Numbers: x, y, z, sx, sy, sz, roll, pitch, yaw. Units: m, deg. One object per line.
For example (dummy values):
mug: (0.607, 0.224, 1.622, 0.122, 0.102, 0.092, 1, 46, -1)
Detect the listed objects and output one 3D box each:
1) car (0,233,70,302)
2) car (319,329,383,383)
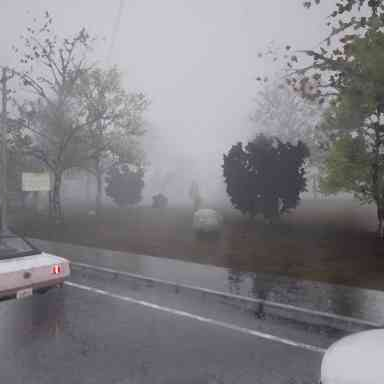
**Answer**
car: (-4.933, 1.601, 7.513, 4.718, 1.301, 1.895, 0, 0, 36)
car: (3.132, 1.526, 1.773, 4.674, 1.442, 1.812, 0, 0, 35)
